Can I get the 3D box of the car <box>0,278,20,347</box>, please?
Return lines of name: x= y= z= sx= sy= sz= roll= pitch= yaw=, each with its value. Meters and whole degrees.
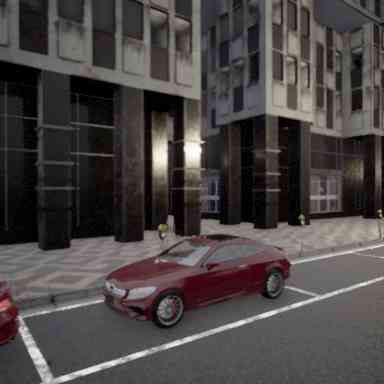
car: x=-4.244 y=1.584 z=3.623 sx=4.206 sy=1.307 sz=1.802 roll=0 pitch=0 yaw=-36

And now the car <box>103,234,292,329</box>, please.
car: x=0.316 y=1.575 z=6.877 sx=4.206 sy=1.307 sz=1.802 roll=0 pitch=0 yaw=-36
